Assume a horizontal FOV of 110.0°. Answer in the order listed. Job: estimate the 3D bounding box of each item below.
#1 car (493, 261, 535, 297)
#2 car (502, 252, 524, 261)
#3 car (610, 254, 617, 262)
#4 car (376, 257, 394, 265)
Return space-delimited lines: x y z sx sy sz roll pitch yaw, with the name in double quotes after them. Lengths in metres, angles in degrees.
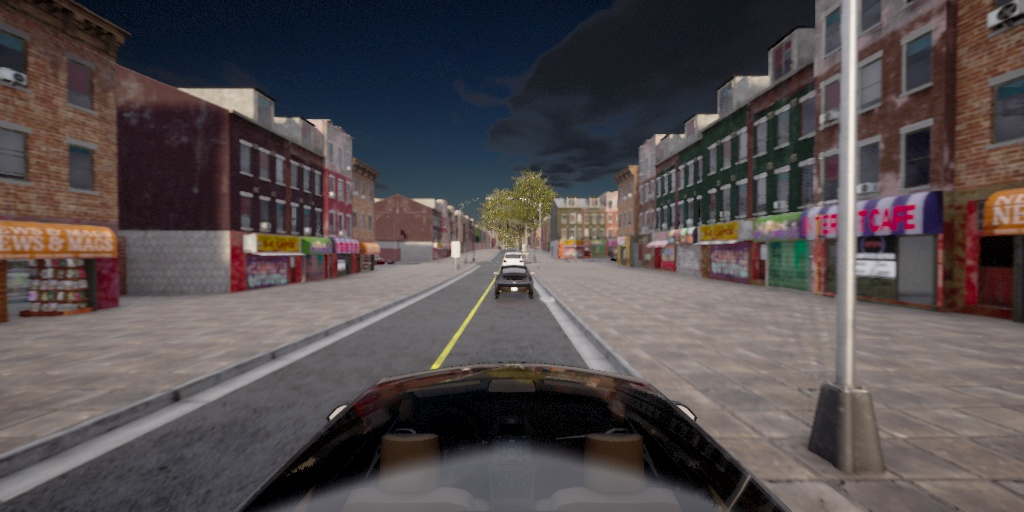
0.102 1.199 18.288 1.837 1.490 4.892 0 0 0 "car"
0.110 0.606 37.513 2.150 2.045 5.566 0 1 0 "car"
17.223 0.271 54.915 4.313 1.339 1.948 0 0 0 "car"
-20.358 0.811 54.790 4.507 1.381 1.888 0 0 0 "car"
